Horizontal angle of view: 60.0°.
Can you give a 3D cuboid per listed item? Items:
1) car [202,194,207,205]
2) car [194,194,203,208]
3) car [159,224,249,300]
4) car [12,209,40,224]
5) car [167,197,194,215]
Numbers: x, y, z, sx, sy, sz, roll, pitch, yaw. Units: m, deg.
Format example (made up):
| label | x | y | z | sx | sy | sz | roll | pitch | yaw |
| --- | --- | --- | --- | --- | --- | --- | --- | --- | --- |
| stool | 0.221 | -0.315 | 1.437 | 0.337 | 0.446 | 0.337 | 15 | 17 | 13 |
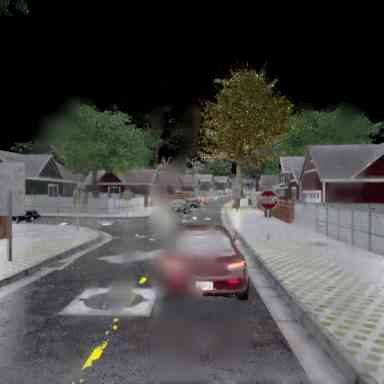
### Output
| label | x | y | z | sx | sy | sz | roll | pitch | yaw |
| --- | --- | --- | --- | --- | --- | --- | --- | --- | --- |
| car | 1.251 | 1.158 | 55.454 | 2.097 | 1.767 | 4.553 | 0 | 0 | 8 |
| car | -0.057 | 1.429 | 45.375 | 2.033 | 1.411 | 5.357 | 0 | 0 | 7 |
| car | 0.282 | 1.526 | 8.293 | 1.812 | 1.442 | 4.674 | 0 | 0 | 1 |
| car | -12.530 | 1.361 | 21.657 | 4.718 | 1.301 | 1.895 | 1 | 0 | 3 |
| car | -1.282 | 1.466 | 33.885 | 1.837 | 1.490 | 4.892 | 0 | 0 | 7 |
